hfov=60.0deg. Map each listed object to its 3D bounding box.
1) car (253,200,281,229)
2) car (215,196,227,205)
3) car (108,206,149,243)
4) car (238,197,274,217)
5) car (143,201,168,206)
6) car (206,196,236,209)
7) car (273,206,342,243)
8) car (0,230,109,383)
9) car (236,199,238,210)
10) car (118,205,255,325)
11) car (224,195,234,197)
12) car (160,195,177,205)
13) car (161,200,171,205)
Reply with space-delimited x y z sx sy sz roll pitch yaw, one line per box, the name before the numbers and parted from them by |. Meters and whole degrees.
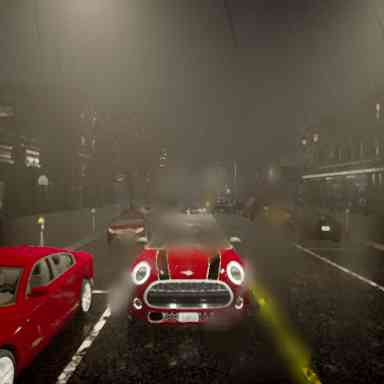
car | 5.510 1.511 21.625 1.752 1.417 4.829 -1 0 0
car | 5.218 1.485 60.464 1.752 1.417 4.829 -1 0 0
car | -2.828 1.572 15.843 1.802 1.307 4.206 -1 0 0
car | 5.467 1.297 27.005 2.192 1.841 5.009 -1 0 0
car | -2.870 1.537 21.391 2.008 1.369 4.403 -1 0 0
car | 2.820 1.470 33.611 2.128 1.511 4.902 0 0 0
car | 5.552 1.555 15.908 1.947 1.339 4.313 -1 0 0
car | -2.745 1.542 4.747 1.887 1.381 4.507 -1 0 0
car | 5.386 1.557 38.101 1.802 1.307 4.206 -1 0 0
car | -0.072 1.347 7.396 2.097 1.767 4.553 0 0 0
car | 5.343 1.496 43.819 1.752 1.417 4.829 -1 0 0
car | -3.038 1.287 43.584 2.192 1.841 5.009 -1 0 0
car | -2.911 1.565 26.940 1.802 1.307 4.206 -1 0 0
